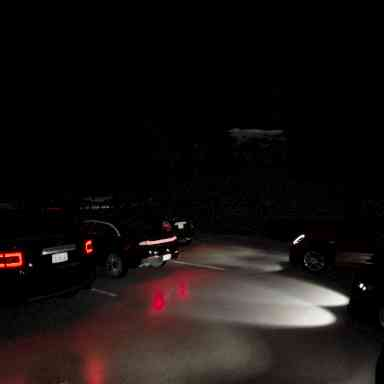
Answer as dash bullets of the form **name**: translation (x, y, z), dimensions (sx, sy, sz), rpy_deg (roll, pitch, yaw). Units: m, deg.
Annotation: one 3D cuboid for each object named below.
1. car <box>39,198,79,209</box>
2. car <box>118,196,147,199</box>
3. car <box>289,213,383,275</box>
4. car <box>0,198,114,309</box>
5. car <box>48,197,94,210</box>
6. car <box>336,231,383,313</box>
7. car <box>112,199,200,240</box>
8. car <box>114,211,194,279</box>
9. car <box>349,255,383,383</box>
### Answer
- **car**: translation (-18.119, 1.491, 45.517), dimensions (1.895, 1.301, 4.718), rpy_deg (0, 0, 43)
- **car**: translation (-8.670, 1.405, 49.850), dimensions (4.902, 1.511, 2.128), rpy_deg (0, 0, -41)
- **car**: translation (5.024, 1.352, 9.009), dimensions (4.553, 1.767, 2.097), rpy_deg (0, 0, 36)
- **car**: translation (-4.508, 1.221, 7.194), dimensions (5.566, 2.045, 2.150), rpy_deg (0, 0, 33)
- **car**: translation (-15.622, 1.453, 43.149), dimensions (2.033, 1.411, 5.357), rpy_deg (0, 0, 40)
- **car**: translation (4.650, 1.564, 4.965), dimensions (4.181, 1.385, 1.994), rpy_deg (0, 0, 36)
- **car**: translation (-2.164, 1.351, 14.090), dimensions (4.553, 1.767, 2.097), rpy_deg (0, 0, 35)
- **car**: translation (-2.623, 1.491, 10.121), dimensions (4.902, 1.511, 2.128), rpy_deg (0, 0, 36)
- **car**: translation (3.599, 1.474, 1.420), dimensions (5.008, 1.535, 1.882), rpy_deg (0, 0, 35)
